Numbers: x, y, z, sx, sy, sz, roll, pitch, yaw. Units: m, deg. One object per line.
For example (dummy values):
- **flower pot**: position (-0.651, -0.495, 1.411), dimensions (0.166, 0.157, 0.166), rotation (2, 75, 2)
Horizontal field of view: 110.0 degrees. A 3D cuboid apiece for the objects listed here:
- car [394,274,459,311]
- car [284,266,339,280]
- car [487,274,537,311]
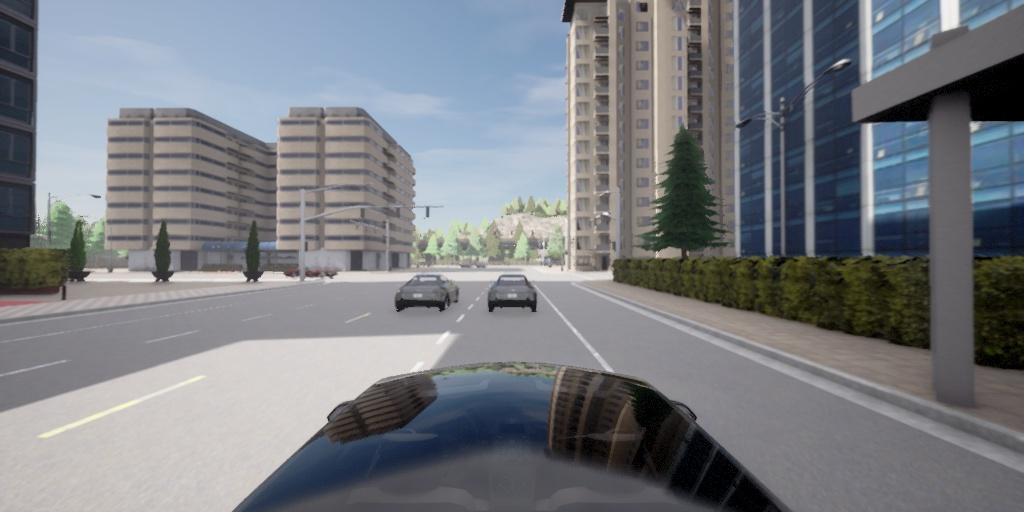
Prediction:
- **car**: position (-3.476, 1.459, 15.307), dimensions (1.994, 1.385, 4.181), rotation (0, -1, 0)
- **car**: position (-20.414, 1.670, 36.617), dimensions (4.718, 1.301, 1.895), rotation (0, -1, 1)
- **car**: position (0.025, 1.459, 15.314), dimensions (1.994, 1.385, 4.181), rotation (0, -1, 0)
